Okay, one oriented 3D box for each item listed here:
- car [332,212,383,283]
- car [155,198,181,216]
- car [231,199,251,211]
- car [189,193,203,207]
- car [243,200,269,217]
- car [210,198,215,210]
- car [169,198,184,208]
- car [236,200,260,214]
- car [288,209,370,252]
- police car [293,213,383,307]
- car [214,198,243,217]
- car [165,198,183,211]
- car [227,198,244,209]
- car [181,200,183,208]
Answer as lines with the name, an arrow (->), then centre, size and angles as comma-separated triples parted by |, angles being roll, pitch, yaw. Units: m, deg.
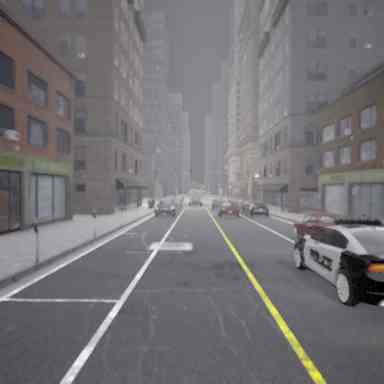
car -> 5.842, 1.488, 9.501 | 1.967, 1.590, 4.097 | 0, 0, 1
car -> -2.428, 1.440, 31.618 | 1.967, 1.590, 4.097 | 0, 0, 1
car -> 6.224, 1.620, 42.530 | 1.887, 1.381, 4.507 | 0, 0, 1
car -> 0.584, 1.408, 52.187 | 2.097, 1.767, 4.553 | 0, 0, 1
car -> 6.097, 1.630, 31.520 | 1.947, 1.339, 4.313 | 0, 0, 1
car -> 3.496, 1.548, 43.692 | 2.128, 1.511, 4.902 | 0, 0, 1
car -> -2.237, 1.561, 48.133 | 1.887, 1.381, 4.507 | 0, 0, 1
car -> 6.160, 1.614, 37.025 | 1.887, 1.381, 4.507 | 0, 0, 1
car -> 5.906, 1.596, 15.006 | 1.887, 1.381, 4.507 | 0, 0, 1
police car -> 3.976, 1.459, 8.219 | 1.930, 1.638, 5.238 | 0, 0, 1
car -> 3.379, 1.569, 31.300 | 1.812, 1.442, 4.674 | 0, 0, 1
car -> -2.301, 1.562, 42.628 | 2.008, 1.369, 4.403 | 0, 0, 1
car -> 6.287, 1.625, 48.035 | 1.887, 1.381, 4.507 | 0, 0, 1
car -> -2.364, 1.571, 37.124 | 1.947, 1.339, 4.313 | 0, 0, 1
